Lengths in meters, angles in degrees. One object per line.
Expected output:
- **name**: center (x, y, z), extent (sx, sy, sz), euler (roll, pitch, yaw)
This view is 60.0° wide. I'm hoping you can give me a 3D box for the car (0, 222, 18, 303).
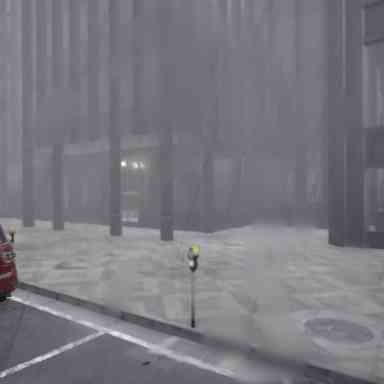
- **car**: center (-5.642, 1.392, 6.983), extent (5.009, 1.841, 2.192), euler (-1, 0, 35)
